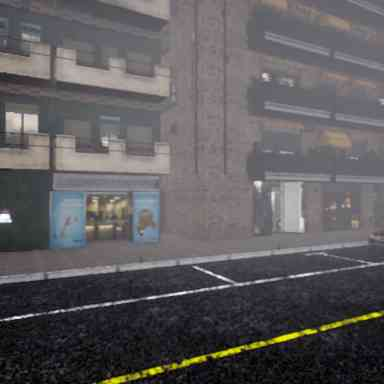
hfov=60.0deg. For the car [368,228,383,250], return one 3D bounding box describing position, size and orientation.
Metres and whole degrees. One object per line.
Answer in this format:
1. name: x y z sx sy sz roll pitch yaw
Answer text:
1. car: 9.308 1.761 13.977 4.206 1.307 1.802 0 -1 -27
